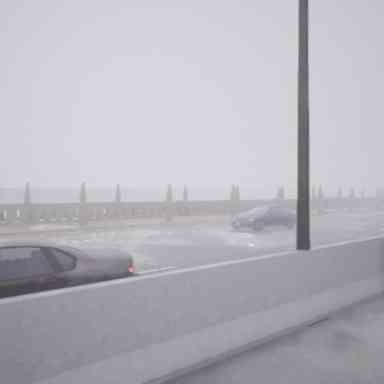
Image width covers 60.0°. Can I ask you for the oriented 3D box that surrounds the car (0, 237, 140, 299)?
[{"bbox_3d":[-3.585,1.547,5.733,5.357,1.411,2.033,0,0,-36],"label":"car"}]

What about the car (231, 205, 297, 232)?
[{"bbox_3d":[4.475,1.526,20.132,4.674,1.442,1.812,0,0,-36],"label":"car"}]
